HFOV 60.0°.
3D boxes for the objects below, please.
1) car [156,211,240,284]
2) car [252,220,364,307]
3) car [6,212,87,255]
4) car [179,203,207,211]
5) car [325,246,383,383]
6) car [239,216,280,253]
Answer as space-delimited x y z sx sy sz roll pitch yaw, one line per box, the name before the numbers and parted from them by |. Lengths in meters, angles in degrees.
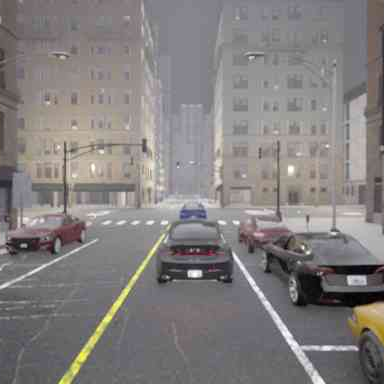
car | 0.080 1.516 9.569 1.837 1.490 4.892 0 0 0
car | 2.871 1.575 7.858 1.947 1.339 4.313 -1 0 0
car | -5.670 1.561 13.448 1.887 1.381 4.507 -1 0 0
car | 0.092 1.507 24.463 1.882 1.535 5.008 0 0 0
car | 2.866 1.528 2.442 1.752 1.417 4.829 -1 0 0
car | 2.875 1.598 13.444 1.802 1.307 4.206 -1 0 0
